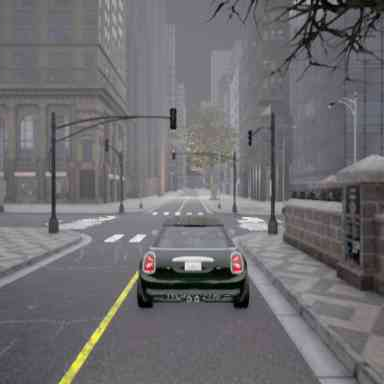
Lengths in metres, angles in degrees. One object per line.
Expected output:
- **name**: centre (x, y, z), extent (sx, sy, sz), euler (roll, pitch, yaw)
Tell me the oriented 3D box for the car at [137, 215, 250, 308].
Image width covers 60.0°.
- **car**: centre (0.034, 1.337, 8.040), extent (2.097, 1.767, 4.553), euler (0, 0, 0)
